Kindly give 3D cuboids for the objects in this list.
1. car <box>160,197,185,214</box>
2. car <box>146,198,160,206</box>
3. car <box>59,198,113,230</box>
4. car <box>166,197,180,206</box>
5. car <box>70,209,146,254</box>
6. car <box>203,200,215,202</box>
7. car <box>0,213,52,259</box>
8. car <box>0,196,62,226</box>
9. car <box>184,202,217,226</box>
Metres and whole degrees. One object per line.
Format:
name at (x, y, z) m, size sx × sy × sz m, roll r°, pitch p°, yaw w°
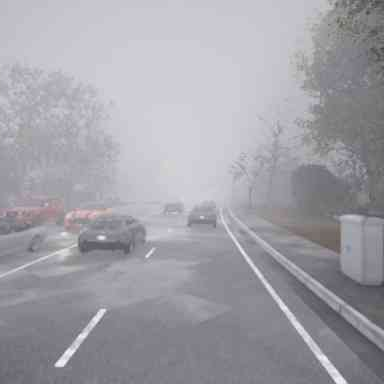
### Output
car at (-1.927, 1.589, 36.896) m, size 1.882 × 1.535 × 5.008 m, roll 0°, pitch 0°, yaw 4°
car at (-6.853, 1.728, 60.842) m, size 2.033 × 1.411 × 5.357 m, roll 0°, pitch 0°, yaw 7°
car at (-6.493, 1.413, 21.602) m, size 2.097 × 1.767 × 4.553 m, roll 0°, pitch 0°, yaw 2°
car at (-3.385, 1.687, 60.450) m, size 1.837 × 1.490 × 4.892 m, roll 0°, pitch 0°, yaw 7°
car at (-3.149, 1.604, 13.795) m, size 1.994 × 1.385 × 4.181 m, roll 0°, pitch 0°, yaw 2°
car at (2.099, 1.699, 43.129) m, size 1.994 × 1.385 × 4.181 m, roll 0°, pitch 0°, yaw 5°
car at (-6.884, 1.630, 11.345) m, size 1.895 × 1.301 × 4.718 m, roll 0°, pitch 0°, yaw 2°
car at (-10.007, 1.278, 21.325) m, size 2.150 × 2.045 × 5.566 m, roll 0°, pitch 0°, yaw 2°
car at (0.758, 1.638, 23.871) m, size 1.994 × 1.385 × 4.181 m, roll 0°, pitch 0°, yaw 3°
